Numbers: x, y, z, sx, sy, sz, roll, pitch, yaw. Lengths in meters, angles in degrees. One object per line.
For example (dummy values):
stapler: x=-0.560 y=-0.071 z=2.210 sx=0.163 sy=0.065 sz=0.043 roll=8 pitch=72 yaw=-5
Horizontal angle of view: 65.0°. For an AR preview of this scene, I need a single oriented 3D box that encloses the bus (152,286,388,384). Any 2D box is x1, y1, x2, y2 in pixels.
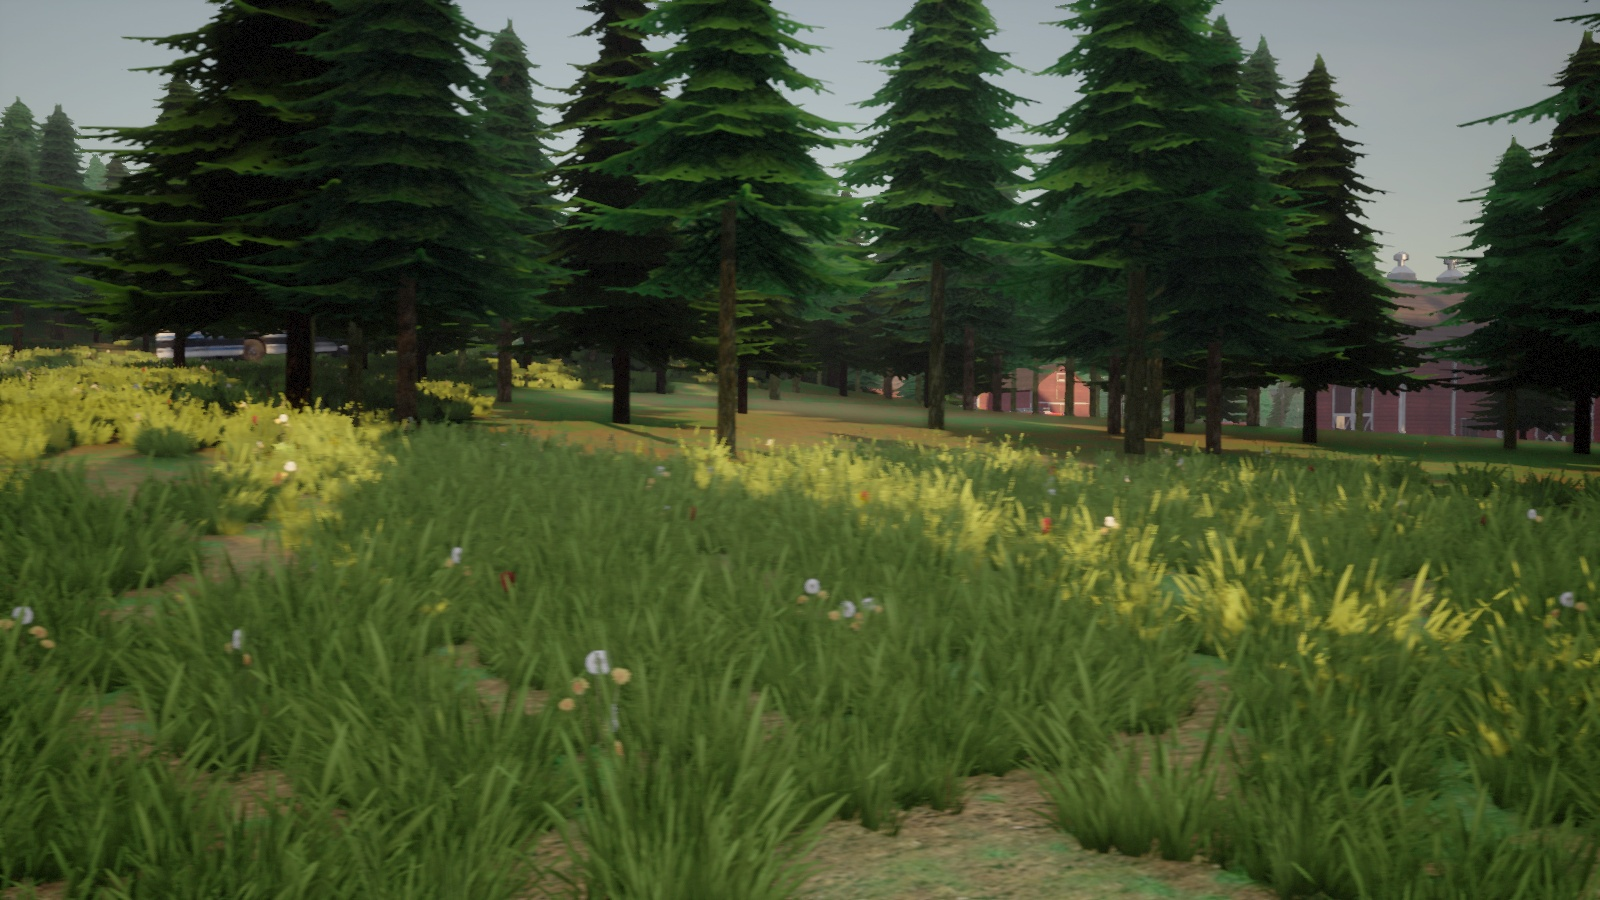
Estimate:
bus: x=-25.783 y=-5.796 z=61.962 sx=3.944 sy=4.253 sz=10.273 roll=-1 pitch=6 yaw=27
